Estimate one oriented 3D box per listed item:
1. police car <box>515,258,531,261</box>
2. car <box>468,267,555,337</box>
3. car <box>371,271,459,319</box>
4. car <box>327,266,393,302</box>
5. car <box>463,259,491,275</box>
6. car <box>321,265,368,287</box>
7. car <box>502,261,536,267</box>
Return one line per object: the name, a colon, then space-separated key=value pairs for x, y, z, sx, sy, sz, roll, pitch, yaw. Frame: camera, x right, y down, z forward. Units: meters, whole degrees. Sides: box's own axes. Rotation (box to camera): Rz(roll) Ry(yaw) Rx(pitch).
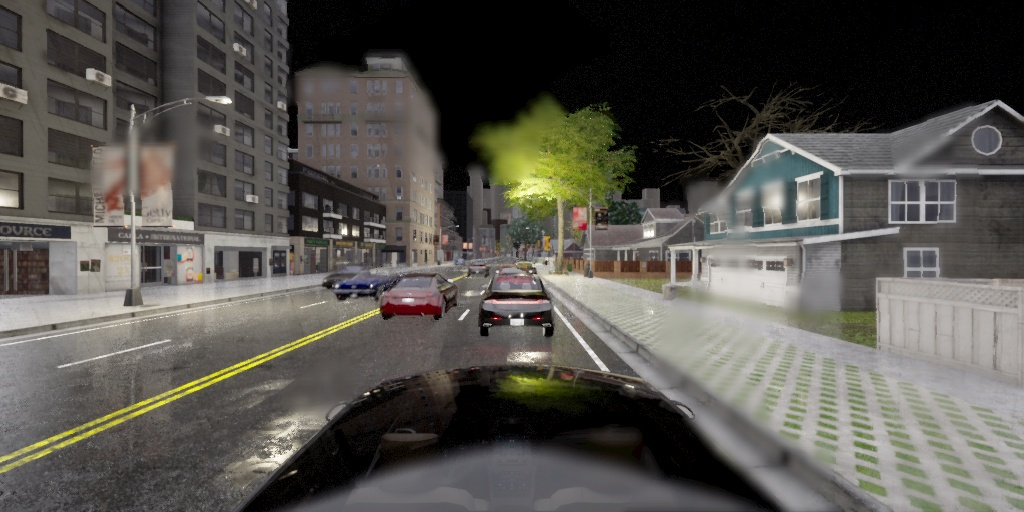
police car: x=1.002 y=1.156 z=29.545 sx=1.930 sy=1.638 sz=5.238 roll=0 pitch=0 yaw=0
car: x=0.111 y=1.239 z=10.312 sx=2.128 sy=1.511 sz=4.902 roll=0 pitch=0 yaw=0
car: x=-3.138 y=1.310 z=12.836 sx=1.994 sy=1.385 sz=4.181 roll=0 pitch=0 yaw=0
car: x=-6.584 y=1.344 z=17.119 sx=1.895 sy=1.301 sz=4.718 roll=0 pitch=0 yaw=0
car: x=-3.118 y=1.215 z=34.654 sx=2.128 sy=1.511 sz=4.902 roll=0 pitch=0 yaw=0
car: x=-9.829 y=1.286 z=22.635 sx=2.033 sy=1.411 sz=5.357 roll=0 pitch=0 yaw=0
car: x=0.118 y=1.219 z=19.816 sx=1.882 sy=1.535 sz=5.008 roll=0 pitch=0 yaw=0
